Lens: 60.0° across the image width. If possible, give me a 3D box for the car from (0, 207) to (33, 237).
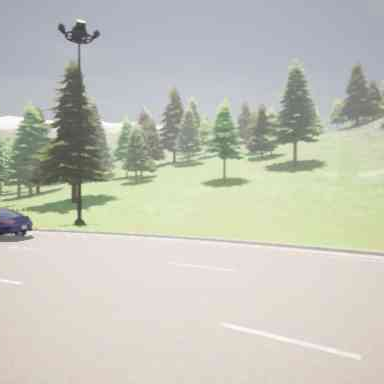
[{"bbox_3d":[-9.791,1.433,15.689,4.674,1.442,1.812,0,0,16],"label":"car"}]
